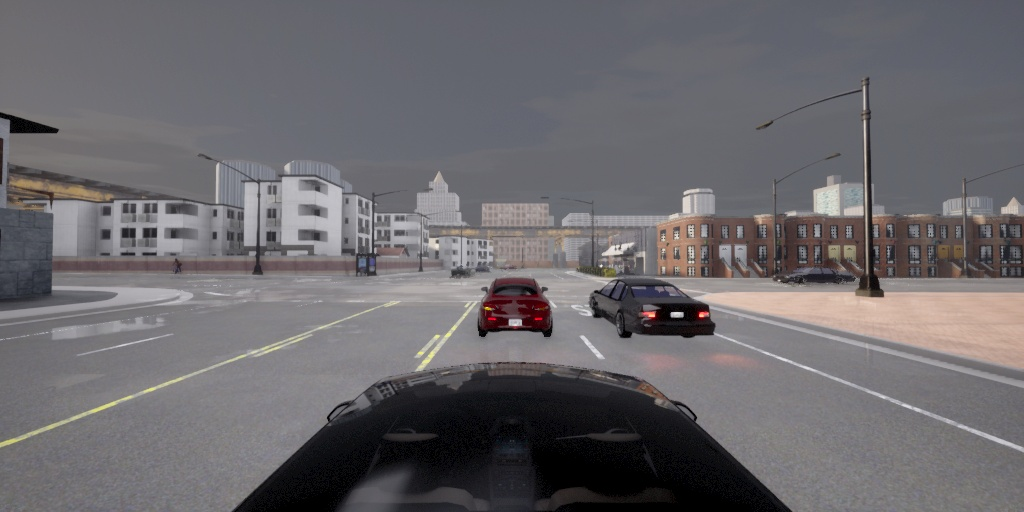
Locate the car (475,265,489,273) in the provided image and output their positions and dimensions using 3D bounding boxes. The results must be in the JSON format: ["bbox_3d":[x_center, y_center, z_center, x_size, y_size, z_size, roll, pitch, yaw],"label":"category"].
[{"bbox_3d":[-5.341,2.340,64.277,1.895,1.301,4.718,0,-1,6],"label":"car"}]

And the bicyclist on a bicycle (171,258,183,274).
[{"bbox_3d":[-33.986,1.069,36.386,0.582,1.620,1.656,1,-1,-11],"label":"bicyclist on a bicycle"}]

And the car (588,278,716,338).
[{"bbox_3d":[3.583,1.333,10.265,2.033,1.411,5.357,0,0,0],"label":"car"}]

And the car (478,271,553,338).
[{"bbox_3d":[0.079,1.312,10.206,1.812,1.442,4.674,0,0,0],"label":"car"}]

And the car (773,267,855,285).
[{"bbox_3d":[24.208,1.586,28.850,5.357,1.411,2.033,0,-1,1],"label":"car"}]

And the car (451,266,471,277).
[{"bbox_3d":[-6.522,1.980,46.088,1.895,1.301,4.718,0,-1,3],"label":"car"}]
